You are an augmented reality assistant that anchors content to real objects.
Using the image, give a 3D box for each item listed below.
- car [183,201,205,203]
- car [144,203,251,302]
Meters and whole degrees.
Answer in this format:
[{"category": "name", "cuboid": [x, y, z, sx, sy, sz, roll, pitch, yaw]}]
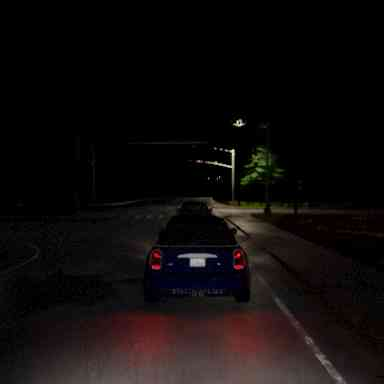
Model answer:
[{"category": "car", "cuboid": [0.112, 1.298, 18.472, 2.097, 1.767, 4.553, 0, 0, 0]}, {"category": "car", "cuboid": [0.104, 1.329, 8.351, 2.097, 1.767, 4.553, 0, 0, 0]}]
